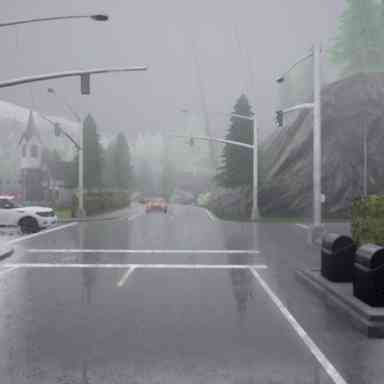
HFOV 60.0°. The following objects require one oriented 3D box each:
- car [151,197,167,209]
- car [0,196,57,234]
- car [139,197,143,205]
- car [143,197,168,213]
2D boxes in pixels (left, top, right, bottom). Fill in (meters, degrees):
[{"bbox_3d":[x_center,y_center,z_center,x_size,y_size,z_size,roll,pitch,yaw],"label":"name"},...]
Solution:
[{"bbox_3d":[-4.659,1.482,46.656,1.837,1.490,4.892,0,0,-10],"label":"car"},{"bbox_3d":[-10.464,1.212,18.237,5.566,2.045,2.150,0,0,-9],"label":"car"},{"bbox_3d":[-8.170,1.532,59.124,1.994,1.385,4.181,0,0,-21],"label":"car"},{"bbox_3d":[-3.781,1.334,36.339,2.097,1.767,4.553,0,0,-2],"label":"car"}]
